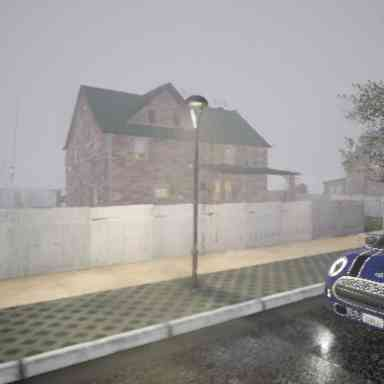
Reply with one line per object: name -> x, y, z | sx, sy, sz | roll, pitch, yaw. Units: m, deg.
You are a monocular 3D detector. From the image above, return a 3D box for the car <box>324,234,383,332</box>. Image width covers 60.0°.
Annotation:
car -> 4.521, 1.304, 6.163 | 4.553, 1.767, 2.097 | 0, 1, -34
